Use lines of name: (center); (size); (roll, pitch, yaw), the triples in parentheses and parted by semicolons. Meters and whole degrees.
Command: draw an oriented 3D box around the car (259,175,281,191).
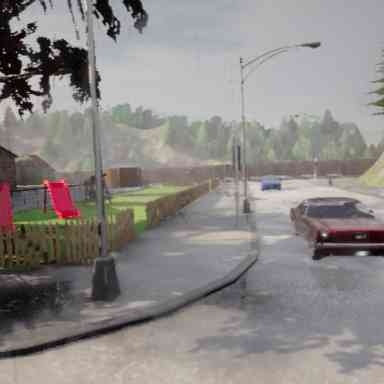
car: (7.894, -0.951, 33.755); (1.882, 1.535, 5.008); (-2, 5, 9)

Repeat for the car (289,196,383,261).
car: (3.934, 0.847, 9.221); (1.895, 1.301, 4.718); (-2, 4, 9)
